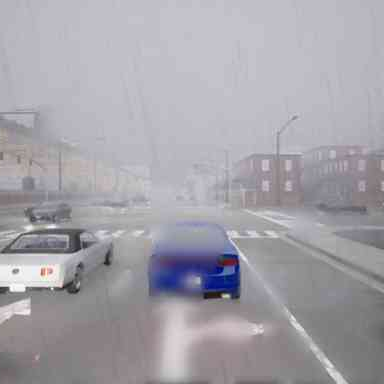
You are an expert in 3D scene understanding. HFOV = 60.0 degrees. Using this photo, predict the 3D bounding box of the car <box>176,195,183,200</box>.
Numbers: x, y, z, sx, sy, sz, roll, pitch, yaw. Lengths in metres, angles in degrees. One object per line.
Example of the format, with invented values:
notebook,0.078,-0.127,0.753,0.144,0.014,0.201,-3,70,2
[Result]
car,-3.398,1.495,93.267,1.837,1.490,4.892,0,0,0

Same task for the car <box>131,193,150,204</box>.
car,-10.448,1.221,66.375,2.150,2.045,5.566,0,0,0

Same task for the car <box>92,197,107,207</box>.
car,-14.036,1.523,51.710,1.812,1.442,4.674,0,0,0

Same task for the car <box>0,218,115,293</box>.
car,-3.420,1.600,8.775,1.895,1.301,4.718,0,0,0

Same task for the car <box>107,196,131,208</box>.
car,-10.297,1.475,47.299,1.882,1.535,5.008,0,0,-3

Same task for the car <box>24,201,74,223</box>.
car,-10.573,1.503,25.285,1.837,1.490,4.892,0,0,0

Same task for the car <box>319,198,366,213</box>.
car,16.500,1.562,35.983,4.181,1.385,1.994,0,0,0

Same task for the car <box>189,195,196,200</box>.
car,0.102,1.535,93.311,2.033,1.411,5.357,0,0,0

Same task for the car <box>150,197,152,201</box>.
car,-10.416,1.520,76.856,1.812,1.442,4.674,0,0,0

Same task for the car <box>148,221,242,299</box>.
car,0.075,1.477,8.508,1.882,1.535,5.008,0,0,1

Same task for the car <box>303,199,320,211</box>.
car,15.755,1.489,39.486,4.902,1.511,2.128,0,0,0

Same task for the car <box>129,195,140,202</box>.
car,-13.912,1.494,80.283,1.837,1.490,4.892,0,0,0

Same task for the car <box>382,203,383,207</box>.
car,25.746,1.219,39.474,5.566,2.045,2.150,0,0,0

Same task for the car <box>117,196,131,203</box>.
car,-13.925,1.522,68.210,1.812,1.442,4.674,0,0,0

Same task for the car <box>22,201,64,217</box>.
car,-14.066,1.599,31.738,1.895,1.301,4.718,0,0,0
